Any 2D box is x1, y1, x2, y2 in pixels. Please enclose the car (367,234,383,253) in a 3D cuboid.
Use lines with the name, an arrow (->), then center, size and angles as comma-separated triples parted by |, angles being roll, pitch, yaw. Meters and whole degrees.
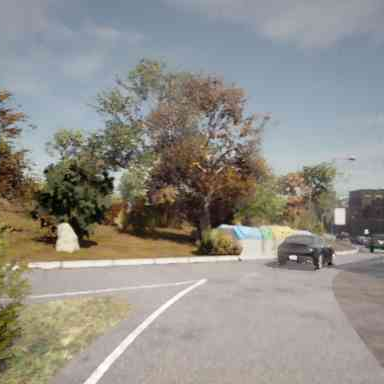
car -> 20.396, 5.529, 35.859 | 2.150, 2.045, 5.566 | -1, -7, 29

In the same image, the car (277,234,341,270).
car -> 5.715, 2.881, 16.342 | 1.837, 1.490, 4.892 | -2, -9, 34

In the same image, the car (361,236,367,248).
car -> 25.465, 7.203, 46.677 | 1.837, 1.490, 4.892 | 0, -6, 20

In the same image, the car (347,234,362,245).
car -> 28.458, 8.223, 56.508 | 1.812, 1.442, 4.674 | 0, -5, 10

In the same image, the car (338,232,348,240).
car -> 30.075, 8.793, 66.187 | 1.837, 1.490, 4.892 | 0, -3, 8
